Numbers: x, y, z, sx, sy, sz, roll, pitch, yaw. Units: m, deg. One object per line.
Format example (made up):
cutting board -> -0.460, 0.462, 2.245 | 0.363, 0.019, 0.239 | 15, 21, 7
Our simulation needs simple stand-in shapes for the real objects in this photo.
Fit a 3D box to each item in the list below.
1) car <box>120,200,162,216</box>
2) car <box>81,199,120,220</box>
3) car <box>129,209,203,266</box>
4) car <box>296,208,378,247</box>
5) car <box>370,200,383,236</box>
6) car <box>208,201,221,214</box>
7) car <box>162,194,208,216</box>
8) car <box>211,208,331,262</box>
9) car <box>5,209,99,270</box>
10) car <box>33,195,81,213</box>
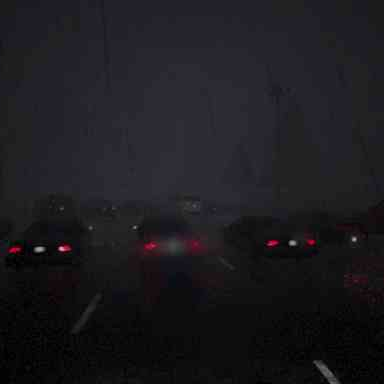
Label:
car -> -5.034, 1.476, 29.478 | 2.128, 1.511, 4.902 | 0, 0, -35
car -> -8.059, 1.341, 27.690 | 2.097, 1.767, 4.553 | 0, 0, -35
car -> -1.001, 1.540, 11.590 | 2.033, 1.411, 5.357 | 0, 0, -12
car -> 5.519, 1.488, 14.750 | 1.837, 1.490, 4.892 | 0, 0, -12
car -> 9.246, 1.201, 14.203 | 2.150, 2.045, 5.566 | 0, 0, -11
car -> 1.076, 1.539, 33.140 | 1.994, 1.385, 4.181 | 0, 0, -34
car -> -1.220, 1.202, 30.341 | 2.150, 2.045, 5.566 | 0, 0, -32
car -> 2.454, 1.535, 12.144 | 2.033, 1.411, 5.357 | 0, 0, -11
car -> -4.473, 1.545, 11.115 | 2.033, 1.411, 5.357 | 0, 0, -12
car -> -10.450, 1.218, 25.103 | 2.150, 2.045, 5.566 | 0, 0, -34
